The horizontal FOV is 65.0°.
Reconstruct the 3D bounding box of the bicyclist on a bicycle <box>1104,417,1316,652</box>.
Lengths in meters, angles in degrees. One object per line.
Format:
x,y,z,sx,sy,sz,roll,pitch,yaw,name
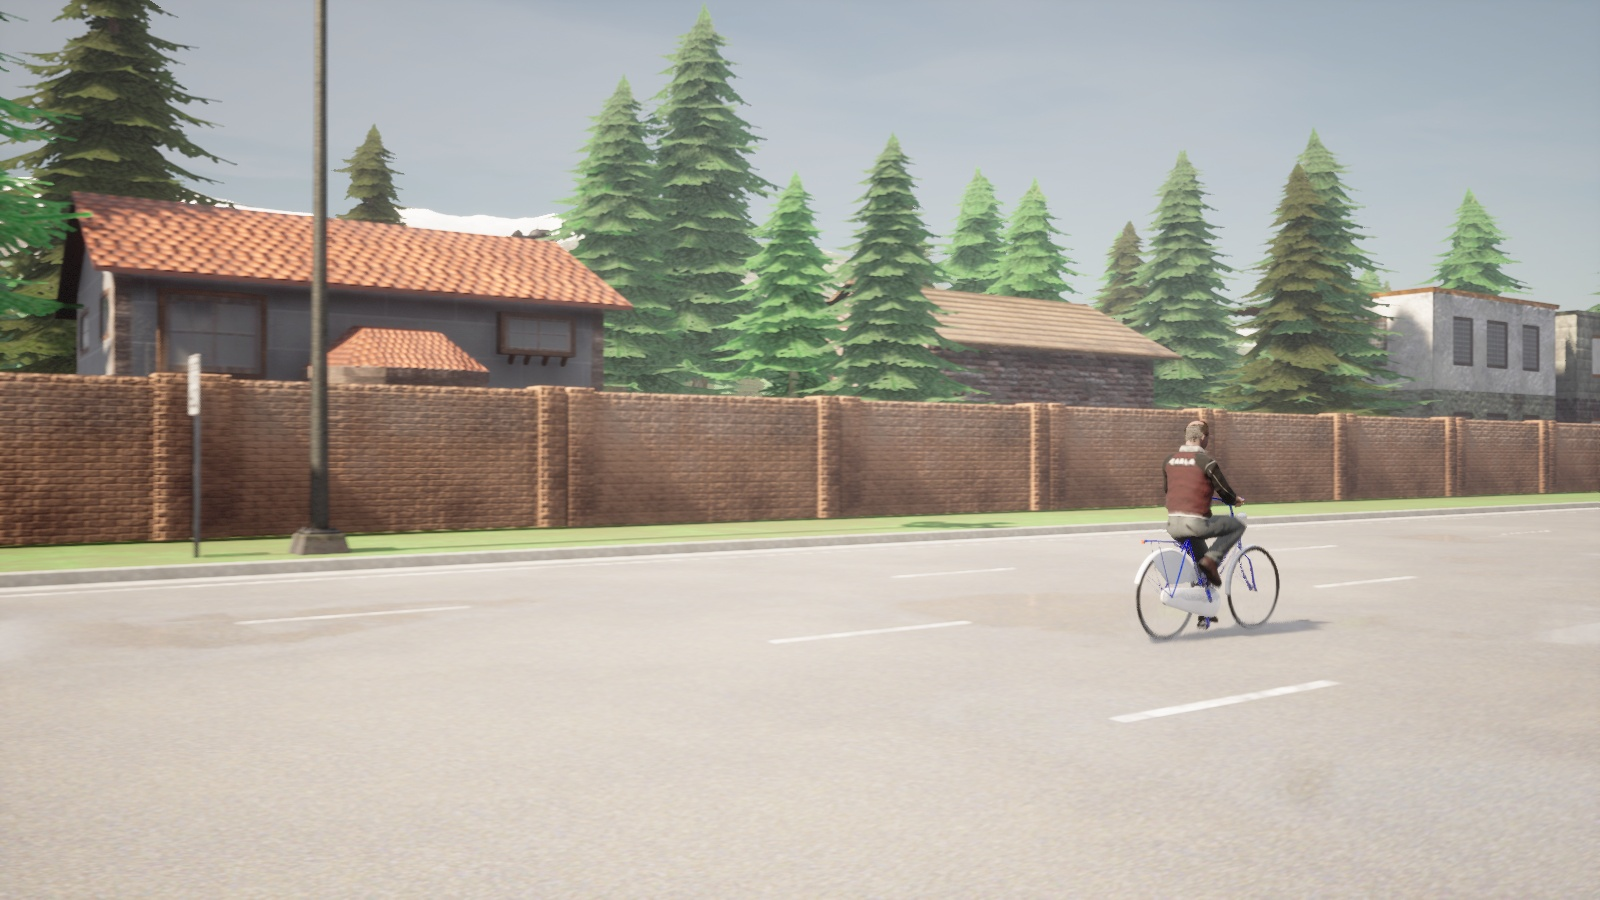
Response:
3.377,0.633,10.274,1.843,1.776,0.659,0,0,-35,bicyclist on a bicycle
